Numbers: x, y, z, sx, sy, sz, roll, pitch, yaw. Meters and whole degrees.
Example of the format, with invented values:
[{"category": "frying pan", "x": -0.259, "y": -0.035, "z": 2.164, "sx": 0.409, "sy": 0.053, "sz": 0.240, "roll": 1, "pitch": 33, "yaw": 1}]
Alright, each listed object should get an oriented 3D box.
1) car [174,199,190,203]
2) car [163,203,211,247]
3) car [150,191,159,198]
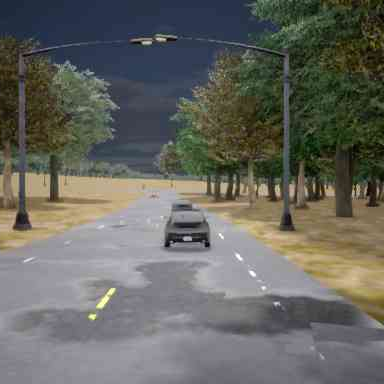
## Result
[{"category": "car", "x": -0.906, "y": 1.372, "z": 29.795, "sx": 1.837, "sy": 1.490, "sz": 4.892, "roll": 0, "pitch": 1, "yaw": -3}, {"category": "car", "x": -0.234, "y": 1.481, "z": 14.756, "sx": 1.837, "sy": 1.490, "sz": 4.892, "roll": -1, "pitch": 0, "yaw": -2}, {"category": "car", "x": -8.591, "y": 0.495, "z": 76.390, "sx": 2.097, "sy": 1.767, "sz": 4.553, "roll": 0, "pitch": 2, "yaw": -6}]
